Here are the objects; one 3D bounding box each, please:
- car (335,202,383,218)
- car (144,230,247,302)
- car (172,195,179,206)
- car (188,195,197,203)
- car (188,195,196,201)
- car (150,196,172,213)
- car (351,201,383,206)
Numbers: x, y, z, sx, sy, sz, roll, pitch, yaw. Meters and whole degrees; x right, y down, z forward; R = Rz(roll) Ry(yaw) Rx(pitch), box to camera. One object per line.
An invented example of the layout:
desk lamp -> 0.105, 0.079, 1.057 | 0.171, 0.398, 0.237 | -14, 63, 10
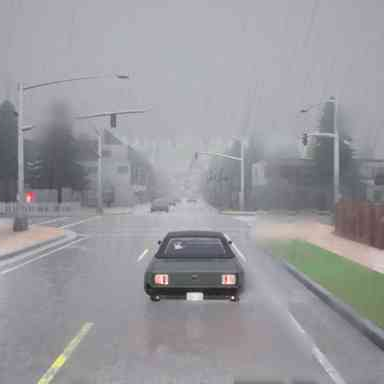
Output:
car -> 15.305, 1.582, 29.288 | 4.718, 1.301, 1.895 | 0, 0, -8
car -> 0.070, 1.601, 8.225 | 1.895, 1.301, 4.718 | 0, 0, 0
car -> -3.582, 1.564, 52.409 | 1.994, 1.385, 4.181 | 0, 0, 0
car -> 0.018, 1.595, 71.456 | 1.895, 1.301, 4.718 | 0, 0, 0
car -> 0.017, 1.478, 81.492 | 1.882, 1.535, 5.008 | 0, 0, 0
car -> -3.511, 1.505, 36.822 | 1.837, 1.490, 4.892 | 0, 0, -1
car -> 13.625, 1.458, 25.255 | 5.008, 1.535, 1.882 | 0, 0, -6
